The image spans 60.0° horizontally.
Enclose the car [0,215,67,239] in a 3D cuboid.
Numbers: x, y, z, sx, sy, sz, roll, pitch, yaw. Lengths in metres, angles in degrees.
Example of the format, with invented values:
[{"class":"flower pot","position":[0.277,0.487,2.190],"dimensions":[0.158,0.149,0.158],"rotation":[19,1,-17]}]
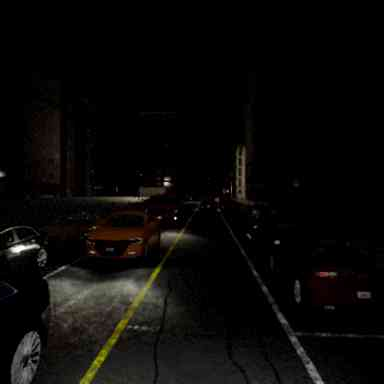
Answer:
[{"class":"car","position":[-5.058,1.486,8.113],"dimensions":[2.008,1.369,4.403],"rotation":[1,0,3]}]

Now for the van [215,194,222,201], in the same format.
[{"class":"van","position":[6.494,1.302,81.483],"dimensions":[1.690,1.788,3.998],"rotation":[1,0,3]}]

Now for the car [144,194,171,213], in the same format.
[{"class":"car","position":[-3.697,1.227,36.480],"dimensions":[2.192,1.841,5.009],"rotation":[1,0,3]}]

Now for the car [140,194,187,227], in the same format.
[{"class":"car","position":[-1.796,1.171,22.979],"dimensions":[2.150,2.045,5.566],"rotation":[1,0,3]}]

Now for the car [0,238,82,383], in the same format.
[{"class":"car","position":[-2.792,1.460,2.357],"dimensions":[2.128,1.511,4.902],"rotation":[1,0,3]}]

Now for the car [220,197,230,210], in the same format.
[{"class":"car","position":[4.316,1.579,36.095],"dimensions":[1.802,1.307,4.206],"rotation":[1,0,3]}]

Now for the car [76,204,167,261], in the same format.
[{"class":"car","position":[-2.314,1.436,12.369],"dimensions":[1.882,1.535,5.008],"rotation":[1,0,3]}]

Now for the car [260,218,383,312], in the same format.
[{"class":"car","position":[2.957,1.565,7.728],"dimensions":[1.887,1.381,4.507],"rotation":[1,0,3]}]

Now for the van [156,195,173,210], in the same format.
[{"class":"van","position":[-3.425,1.249,42.153],"dimensions":[1.690,1.788,3.998],"rotation":[1,0,3]}]

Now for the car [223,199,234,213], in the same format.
[{"class":"car","position":[4.044,1.584,30.422],"dimensions":[1.802,1.307,4.206],"rotation":[1,0,3]}]

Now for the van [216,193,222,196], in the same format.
[{"class":"van","position":[5.134,1.326,53.116],"dimensions":[1.690,1.788,3.998],"rotation":[1,0,3]}]

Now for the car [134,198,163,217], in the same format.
[{"class":"car","position":[-3.970,1.356,30.806],"dimensions":[1.967,1.590,4.097],"rotation":[1,0,3]}]

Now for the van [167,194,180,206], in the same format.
[{"class":"van","position":[-2.881,1.241,53.500],"dimensions":[1.690,1.788,3.998],"rotation":[1,0,3]}]

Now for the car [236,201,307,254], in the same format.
[{"class":"car","position":[3.231,1.331,13.401],"dimensions":[2.192,1.841,5.009],"rotation":[1,0,3]}]

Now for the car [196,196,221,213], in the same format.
[{"class":"car","position":[1.800,1.518,36.463],"dimensions":[2.033,1.411,5.357],"rotation":[1,0,3]}]

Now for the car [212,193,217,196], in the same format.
[{"class":"car","position":[5.391,1.427,67.108],"dimensions":[1.801,1.575,5.366],"rotation":[1,0,3]}]

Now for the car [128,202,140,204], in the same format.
[{"class":"car","position":[-4.243,1.466,25.133],"dimensions":[1.887,1.381,4.507],"rotation":[1,0,3]}]

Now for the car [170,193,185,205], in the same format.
[{"class":"car","position":[-2.609,1.210,59.174],"dimensions":[2.192,1.841,5.009],"rotation":[1,0,3]}]

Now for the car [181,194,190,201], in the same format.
[{"class":"car","position":[-1.522,1.316,81.868],"dimensions":[1.967,1.590,4.097],"rotation":[1,0,3]}]

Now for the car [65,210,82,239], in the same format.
[{"class":"car","position":[-4.794,1.456,13.616],"dimensions":[1.752,1.417,4.829],"rotation":[1,0,3]}]

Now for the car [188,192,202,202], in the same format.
[{"class":"car","position":[0.713,1.365,73.412],"dimensions":[1.837,1.490,4.892],"rotation":[1,0,3]}]

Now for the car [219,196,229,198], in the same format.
[{"class":"car","position":[4.588,1.544,41.769],"dimensions":[2.008,1.369,4.403],"rotation":[1,0,3]}]

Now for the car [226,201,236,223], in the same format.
[{"class":"car","position":[3.772,1.588,24.749],"dimensions":[1.802,1.307,4.206],"rotation":[1,0,3]}]
